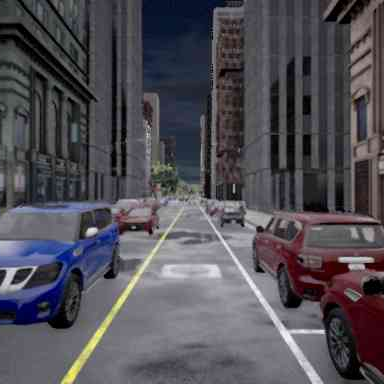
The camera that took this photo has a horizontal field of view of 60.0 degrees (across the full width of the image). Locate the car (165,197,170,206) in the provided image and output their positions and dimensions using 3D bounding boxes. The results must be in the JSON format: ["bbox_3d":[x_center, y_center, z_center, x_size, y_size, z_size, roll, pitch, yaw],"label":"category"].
[{"bbox_3d":[-5.747,2.103,62.386,1.802,1.307,4.206,0,-1,0],"label":"car"}]

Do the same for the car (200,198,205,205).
[{"bbox_3d":[2.782,2.128,78.710,1.967,1.590,4.097,0,-1,0],"label":"car"}]

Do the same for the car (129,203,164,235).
[{"bbox_3d":[-3.081,1.638,20.241,1.882,1.535,5.008,0,0,1],"label":"car"}]

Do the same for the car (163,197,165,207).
[{"bbox_3d":[-5.749,1.855,51.507,1.967,1.590,4.097,0,0,0],"label":"car"}]

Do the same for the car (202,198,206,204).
[{"bbox_3d":[2.775,1.914,46.067,1.887,1.381,4.507,0,0,0],"label":"car"}]

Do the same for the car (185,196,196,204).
[{"bbox_3d":[0.020,2.182,76.905,1.895,1.301,4.718,0,-1,0],"label":"car"}]

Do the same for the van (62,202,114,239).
[{"bbox_3d":[-5.757,1.490,18.862,1.690,1.788,3.998,0,0,0],"label":"van"}]

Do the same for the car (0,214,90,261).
[{"bbox_3d":[-5.758,1.672,13.418,1.947,1.339,4.313,0,0,0],"label":"car"}]

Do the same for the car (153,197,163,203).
[{"bbox_3d":[-5.750,1.683,46.067,2.192,1.841,5.009,0,0,0],"label":"car"}]

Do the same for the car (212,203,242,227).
[{"bbox_3d":[2.770,1.745,24.305,2.008,1.369,4.403,0,0,0],"label":"car"}]

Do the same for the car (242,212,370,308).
[{"bbox_3d":[2.766,1.378,7.986,2.192,1.841,5.009,0,0,0],"label":"car"}]

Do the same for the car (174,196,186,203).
[{"bbox_3d":[-2.102,2.106,91.486,1.837,1.490,4.892,0,0,-36],"label":"car"}]

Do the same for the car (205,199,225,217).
[{"bbox_3d":[2.773,1.721,35.187,1.967,1.590,4.097,0,0,0],"label":"car"}]

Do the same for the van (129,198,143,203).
[{"bbox_3d":[-5.754,1.578,29.744,1.690,1.788,3.998,0,0,0],"label":"van"}]

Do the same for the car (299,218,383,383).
[{"bbox_3d":[2.765,1.336,2.545,2.192,1.841,5.009,0,0,0],"label":"car"}]

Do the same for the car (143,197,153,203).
[{"bbox_3d":[-5.752,1.596,35.185,2.192,1.841,5.009,0,0,0],"label":"car"}]

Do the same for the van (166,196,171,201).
[{"bbox_3d":[-5.746,1.918,67.830,1.690,1.788,3.998,0,-1,0],"label":"van"}]

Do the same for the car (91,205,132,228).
[{"bbox_3d":[-5.755,1.738,24.301,1.887,1.381,4.507,0,0,0],"label":"car"}]

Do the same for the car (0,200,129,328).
[{"bbox_3d":[-3.093,1.280,7.437,2.150,2.045,5.566,0,0,0],"label":"car"}]
